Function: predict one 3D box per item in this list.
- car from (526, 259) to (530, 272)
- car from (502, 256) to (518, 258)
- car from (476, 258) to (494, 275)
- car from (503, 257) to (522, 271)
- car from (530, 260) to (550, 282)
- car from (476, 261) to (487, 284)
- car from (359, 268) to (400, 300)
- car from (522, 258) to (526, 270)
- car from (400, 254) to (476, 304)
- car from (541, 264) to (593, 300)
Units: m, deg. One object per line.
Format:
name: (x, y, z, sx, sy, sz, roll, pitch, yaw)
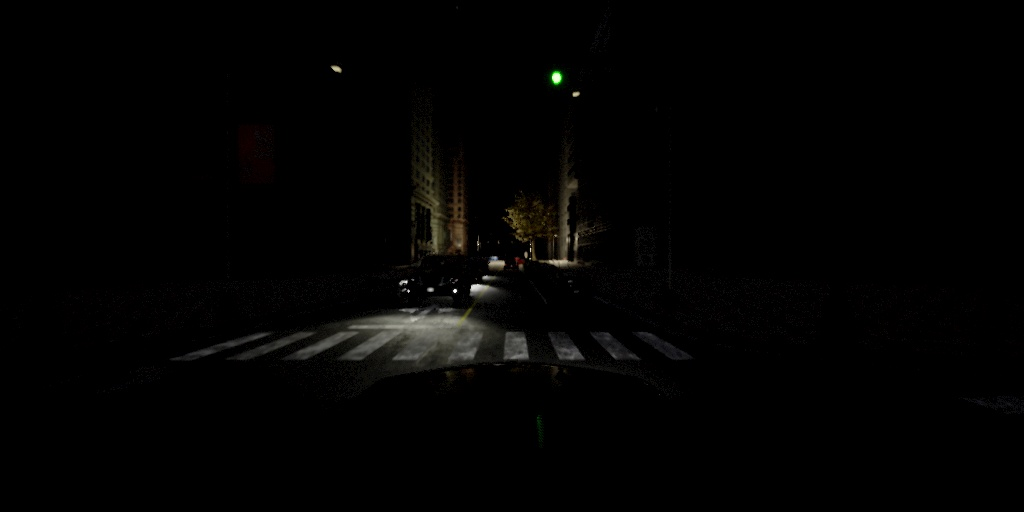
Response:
car: (2.632, 1.233, 33.603, 2.007, 1.370, 4.403, 0, 0, 0)
car: (-0.231, 1.124, 56.614, 1.882, 1.535, 5.008, 0, 0, 0)
car: (-3.237, 1.227, 37.232, 2.033, 1.411, 5.357, 0, 0, -1)
car: (-0.082, 1.226, 46.593, 1.994, 1.385, 4.181, 0, 0, -1)
car: (2.655, 1.238, 28.159, 1.888, 1.381, 4.507, 0, 0, 0)
car: (-3.201, 1.263, 26.661, 1.994, 1.385, 4.181, 0, 0, -1)
car: (-5.823, 1.269, 17.236, 2.007, 1.370, 4.403, 0, 0, 0)
car: (2.589, 1.216, 43.475, 2.007, 1.370, 4.403, 0, 0, 0)
car: (-3.157, 0.940, 16.621, 2.150, 2.045, 5.566, 0, 0, 0)
car: (2.702, 1.265, 17.270, 2.007, 1.370, 4.403, 0, 0, 0)
